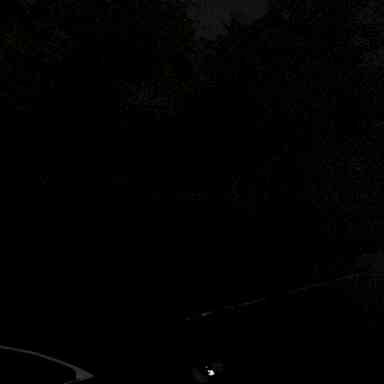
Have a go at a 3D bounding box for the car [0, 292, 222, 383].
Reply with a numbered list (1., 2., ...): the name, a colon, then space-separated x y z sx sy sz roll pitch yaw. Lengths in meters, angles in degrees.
1. car: -1.976 1.501 2.337 4.892 1.490 1.837 1 -1 -35
